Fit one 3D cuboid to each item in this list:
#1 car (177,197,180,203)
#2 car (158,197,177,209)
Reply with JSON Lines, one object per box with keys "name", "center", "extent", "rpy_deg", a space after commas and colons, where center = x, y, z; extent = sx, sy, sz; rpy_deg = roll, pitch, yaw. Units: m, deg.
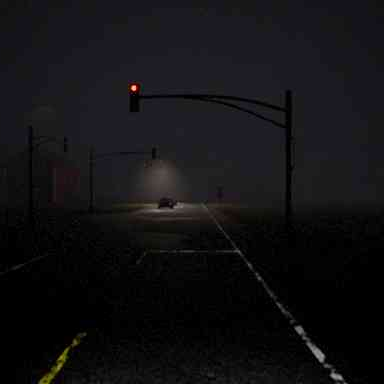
{"name": "car", "center": [-3.477, 1.527, 55.092], "extent": [1.812, 1.442, 4.674], "rpy_deg": [0, 0, 1]}
{"name": "car", "center": [-3.506, 1.485, 45.229], "extent": [1.882, 1.535, 5.008], "rpy_deg": [0, 0, 0]}
